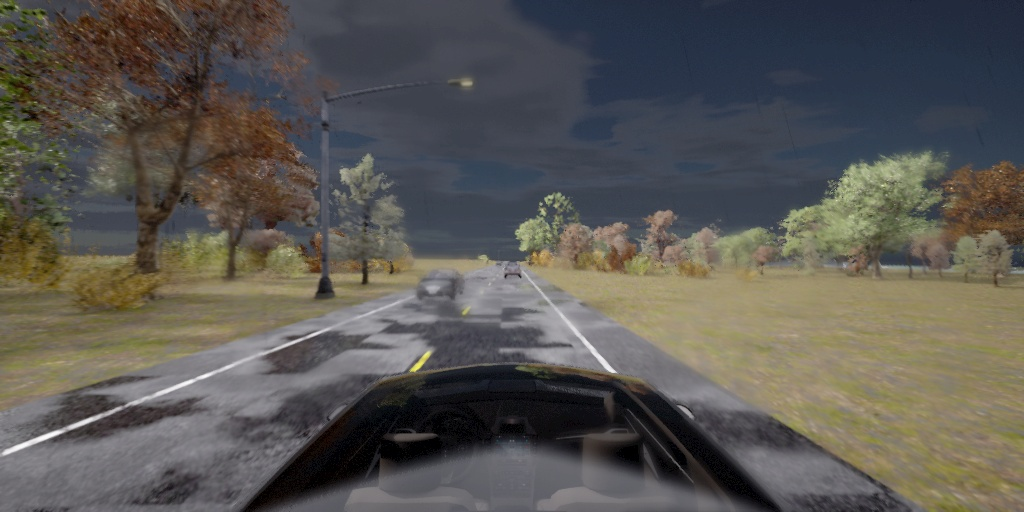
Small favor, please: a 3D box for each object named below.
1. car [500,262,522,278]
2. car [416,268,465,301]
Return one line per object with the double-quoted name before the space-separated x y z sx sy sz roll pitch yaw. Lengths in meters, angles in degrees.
"car" 0.077 1.607 39.095 2.033 1.411 5.357 0 0 0
"car" -3.606 1.398 18.770 2.128 1.511 4.902 0 0 0
